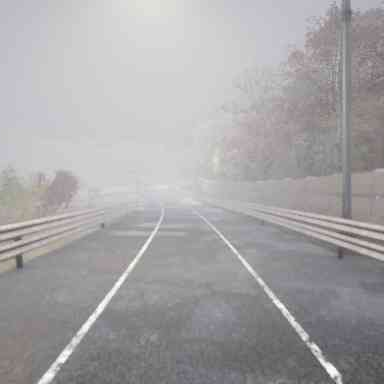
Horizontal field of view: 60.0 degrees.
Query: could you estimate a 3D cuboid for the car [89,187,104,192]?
[{"bbox_3d":[-24.272,-0.579,85.192,1.882,1.535,5.008,1,4,16],"label":"car"}]
